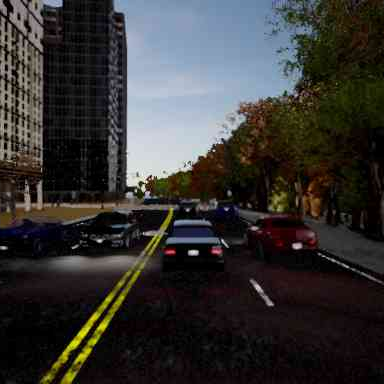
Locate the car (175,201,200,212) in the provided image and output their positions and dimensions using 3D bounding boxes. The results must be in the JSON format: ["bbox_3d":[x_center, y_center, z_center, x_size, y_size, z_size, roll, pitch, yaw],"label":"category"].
[{"bbox_3d":[-0.423,1.572,29.920,2.097,1.767,4.553,0,0,-2],"label":"car"}]

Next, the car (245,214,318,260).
[{"bbox_3d":[3.219,1.579,12.650,1.812,1.442,4.674,-3,-2,-1],"label":"car"}]

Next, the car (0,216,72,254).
[{"bbox_3d":[-6.718,1.707,14.051,1.895,1.301,4.718,0,0,-1],"label":"car"}]

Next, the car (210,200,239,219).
[{"bbox_3d":[2.811,1.512,29.820,2.097,1.767,4.553,-4,0,-2],"label":"car"}]

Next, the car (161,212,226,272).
[{"bbox_3d":[0.011,1.629,11.078,2.033,1.411,5.357,0,0,-1],"label":"car"}]

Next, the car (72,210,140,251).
[{"bbox_3d":[-3.488,1.616,14.838,1.837,1.490,4.892,0,-1,-1],"label":"car"}]
